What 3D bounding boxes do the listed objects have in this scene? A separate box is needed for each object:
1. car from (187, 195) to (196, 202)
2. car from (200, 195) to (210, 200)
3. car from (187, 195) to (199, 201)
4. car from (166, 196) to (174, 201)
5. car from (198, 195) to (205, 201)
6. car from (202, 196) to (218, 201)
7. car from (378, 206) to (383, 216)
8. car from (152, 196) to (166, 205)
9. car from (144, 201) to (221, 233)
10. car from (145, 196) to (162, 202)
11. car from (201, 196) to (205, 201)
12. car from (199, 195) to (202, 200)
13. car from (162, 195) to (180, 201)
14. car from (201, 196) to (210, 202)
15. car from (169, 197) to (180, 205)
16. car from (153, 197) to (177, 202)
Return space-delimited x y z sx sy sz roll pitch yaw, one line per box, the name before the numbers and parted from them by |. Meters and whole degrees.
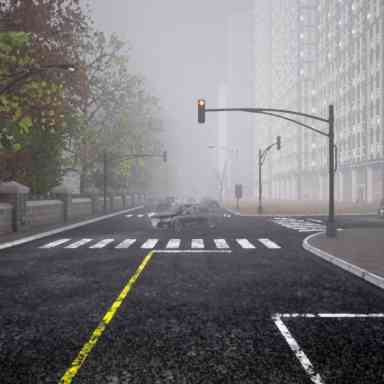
car | -0.066 1.482 78.847 2.033 1.411 5.357 0 0 0
car | 2.647 1.597 52.828 1.947 1.339 4.313 0 0 0
car | -0.059 1.578 69.263 1.812 1.442 4.674 0 0 0
car | -5.762 1.626 86.615 1.887 1.381 4.507 0 0 0
car | 2.614 1.642 92.254 2.008 1.369 4.403 0 0 0
car | 2.656 1.587 41.563 1.947 1.339 4.313 0 0 0
car | 16.502 1.212 24.795 4.892 1.490 1.837 -1 0 0
car | -5.737 1.478 58.454 1.967 1.590 4.097 0 0 0
car | -0.419 1.498 19.967 2.128 1.511 4.902 -1 0 43
car | -5.729 1.608 47.188 1.802 1.307 4.206 0 0 0
car | 2.652 1.592 47.195 1.947 1.339 4.313 0 0 0
car | 3.055 1.406 69.845 2.097 1.767 4.553 0 0 0
car | -3.135 1.379 48.781 2.097 1.767 4.553 0 0 0
car | 3.085 1.590 76.875 1.812 1.442 4.674 0 0 0
car | -3.120 1.565 59.875 1.812 1.442 4.674 0 0 0
car | -3.131 1.583 39.228 1.994 1.385 4.181 0 0 0
